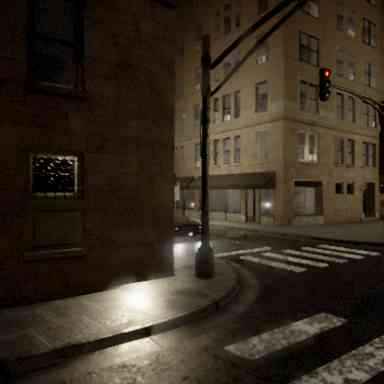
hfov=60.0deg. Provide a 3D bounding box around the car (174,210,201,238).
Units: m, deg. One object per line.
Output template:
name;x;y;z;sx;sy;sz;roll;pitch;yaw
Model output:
car;-1.599;1.565;17.536;2.033;1.411;5.357;0;0;-36
